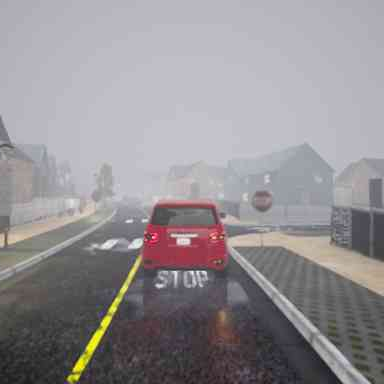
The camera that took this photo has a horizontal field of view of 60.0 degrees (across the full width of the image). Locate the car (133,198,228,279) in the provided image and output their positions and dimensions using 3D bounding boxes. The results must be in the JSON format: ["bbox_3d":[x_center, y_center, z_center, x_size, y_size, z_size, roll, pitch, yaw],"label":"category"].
[{"bbox_3d":[-0.100,1.230,10.229,2.150,2.045,5.566,0,0,2],"label":"car"}]

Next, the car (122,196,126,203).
[{"bbox_3d":[-14.226,1.544,72.822,1.882,1.535,5.008,0,0,-20],"label":"car"}]

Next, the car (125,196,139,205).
[{"bbox_3d":[-10.711,1.669,62.945,2.033,1.411,5.357,0,0,-19],"label":"car"}]
